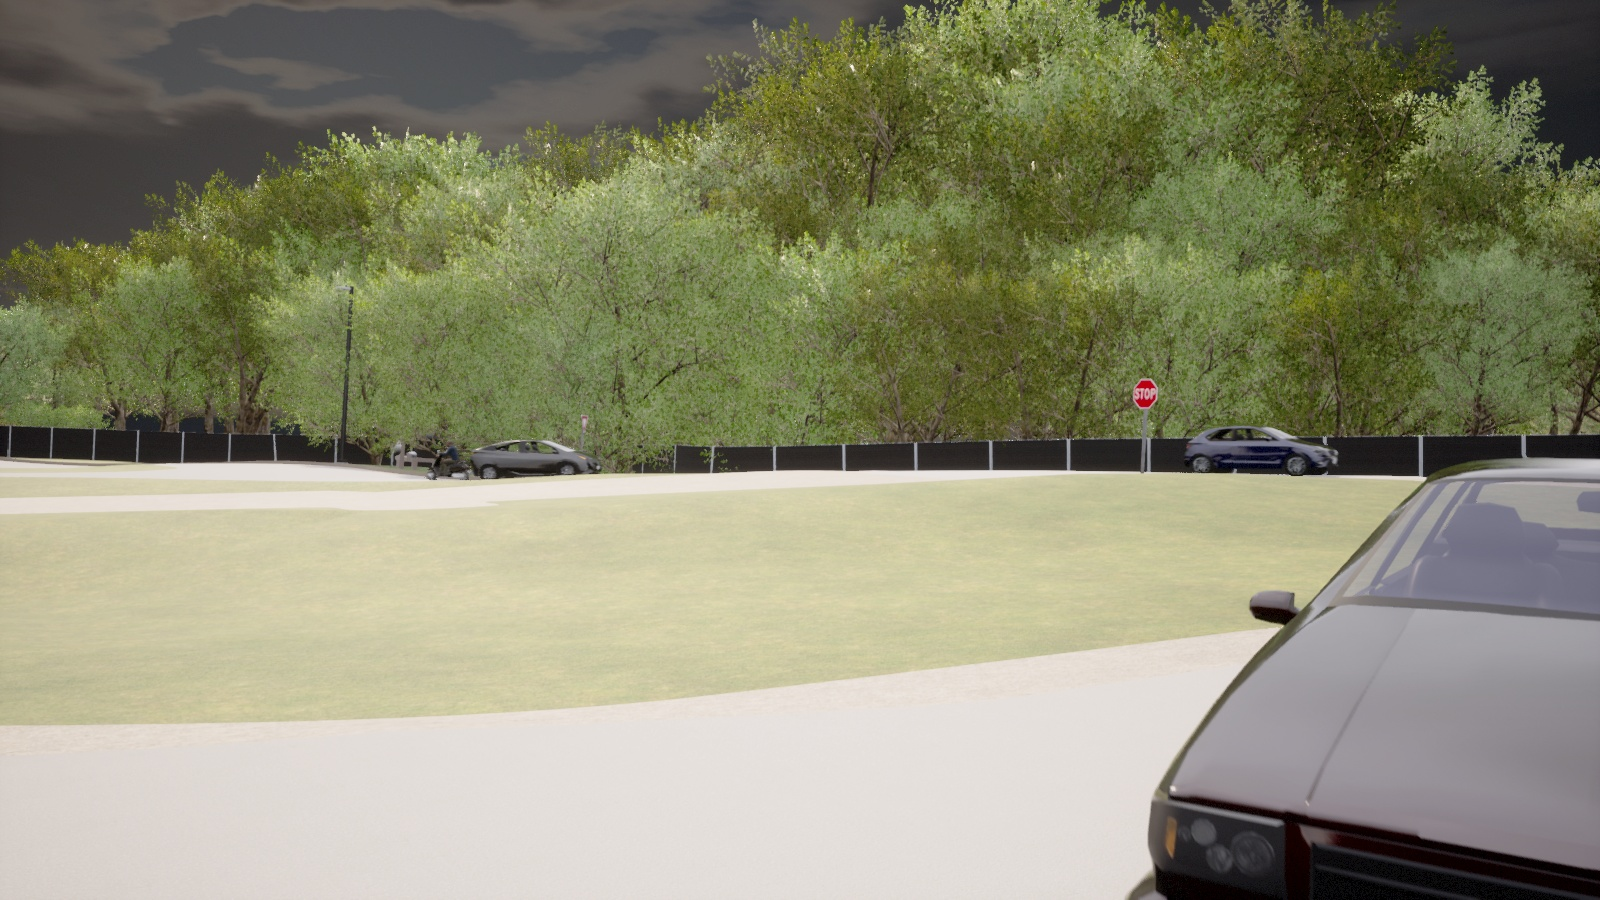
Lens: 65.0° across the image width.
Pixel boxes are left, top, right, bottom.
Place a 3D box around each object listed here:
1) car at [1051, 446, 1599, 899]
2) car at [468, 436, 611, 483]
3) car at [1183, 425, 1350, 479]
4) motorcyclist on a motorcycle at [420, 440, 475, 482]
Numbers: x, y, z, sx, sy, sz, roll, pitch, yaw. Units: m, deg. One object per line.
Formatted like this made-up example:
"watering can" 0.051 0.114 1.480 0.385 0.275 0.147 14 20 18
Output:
"car" 2.906 0.747 4.397 2.033 1.411 5.357 2 2 34
"car" -9.187 0.327 44.444 4.514 1.525 2.007 -2 0 7
"car" 13.505 0.047 36.481 4.193 1.474 1.816 0 0 40
"motorcyclist on a motorcycle" -13.653 0.409 48.654 1.817 1.590 0.866 1 0 9
